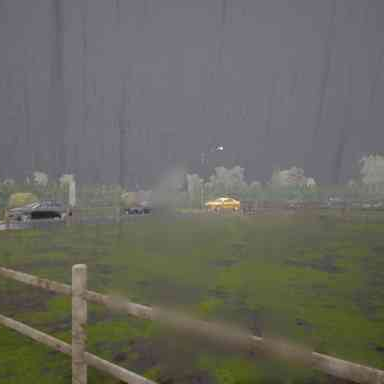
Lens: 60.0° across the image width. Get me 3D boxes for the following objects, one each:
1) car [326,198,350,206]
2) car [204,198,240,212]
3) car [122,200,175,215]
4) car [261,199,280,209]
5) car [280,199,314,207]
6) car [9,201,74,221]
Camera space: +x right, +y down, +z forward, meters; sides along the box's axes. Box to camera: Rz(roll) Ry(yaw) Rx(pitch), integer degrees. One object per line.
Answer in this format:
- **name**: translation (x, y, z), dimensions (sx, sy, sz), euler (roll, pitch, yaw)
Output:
- **car**: translation (22.394, 1.586, 51.108), dimensions (4.674, 1.442, 1.812), euler (0, 0, -36)
- **car**: translation (3.637, 1.496, 39.988), dimensions (5.008, 1.535, 1.882), euler (0, 0, -40)
- **car**: translation (-4.188, 1.555, 33.120), dimensions (5.357, 1.411, 2.033), euler (0, 0, -43)
- **car**: translation (11.764, 1.629, 46.592), dimensions (4.718, 1.301, 1.895), euler (0, 0, -38)
- **car**: translation (14.478, 1.649, 45.084), dimensions (4.718, 1.301, 1.895), euler (0, 0, -37)
- **car**: translation (-11.672, 1.487, 25.904), dimensions (2.128, 1.511, 4.902), euler (1, 0, 44)
